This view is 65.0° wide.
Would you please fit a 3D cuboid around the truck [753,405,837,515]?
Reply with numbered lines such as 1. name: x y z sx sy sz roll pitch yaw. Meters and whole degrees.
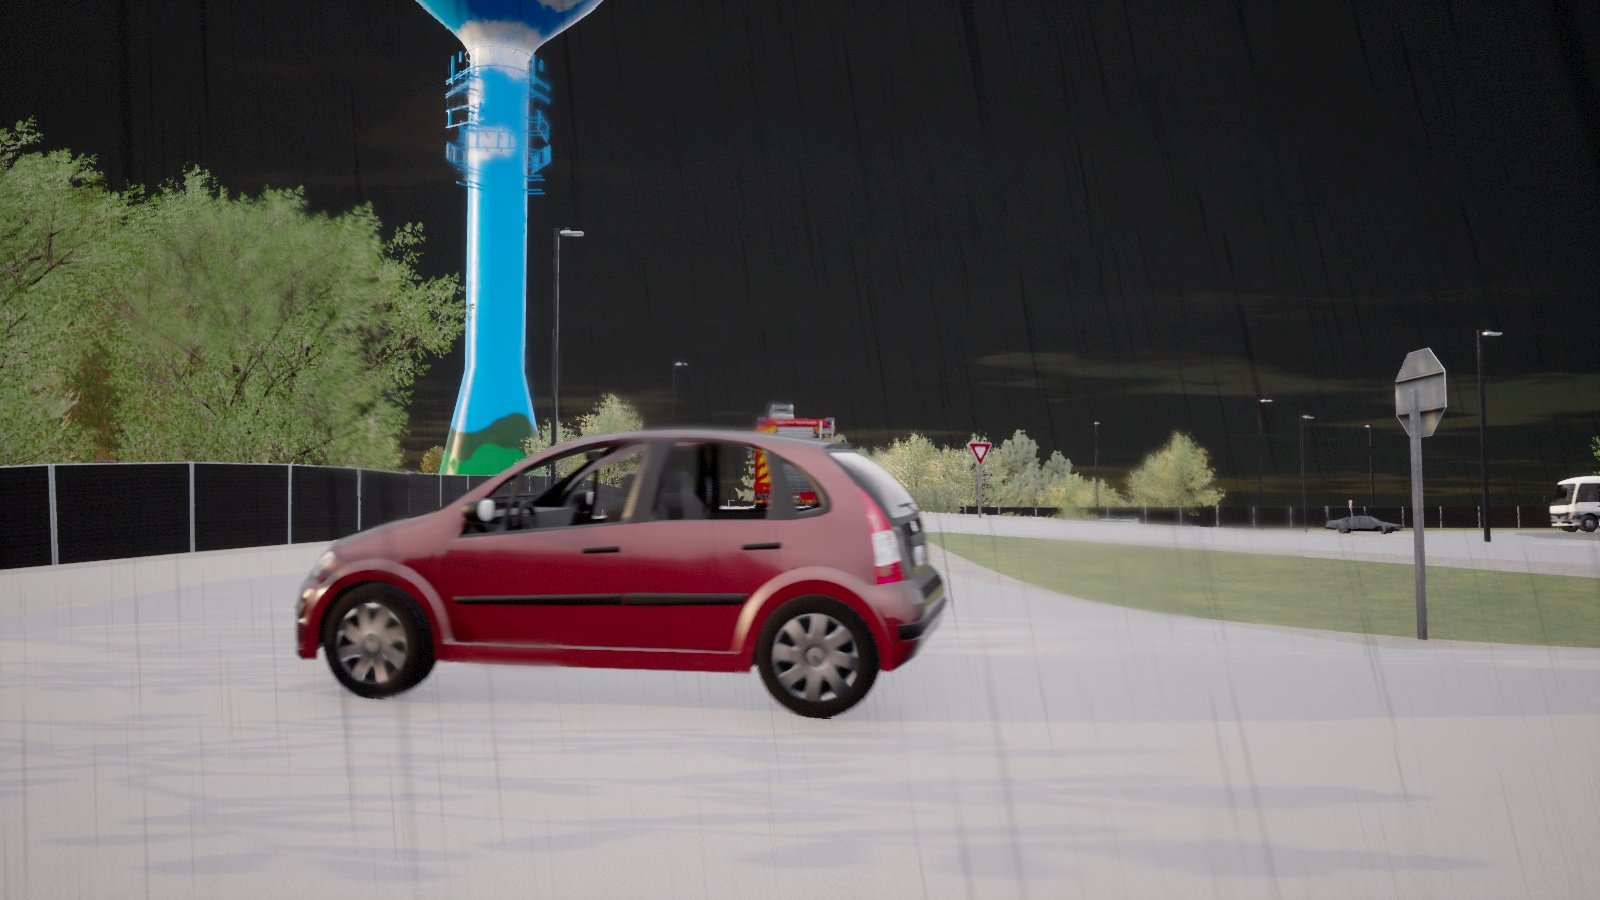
1. truck: -0.329 0.452 47.907 2.891 3.827 8.468 0 -1 -2

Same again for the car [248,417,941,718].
1. car: -1.191 0.639 8.066 3.988 1.617 1.851 0 0 12
